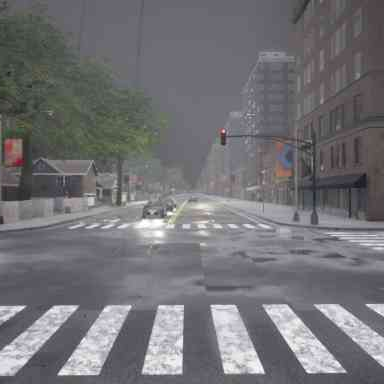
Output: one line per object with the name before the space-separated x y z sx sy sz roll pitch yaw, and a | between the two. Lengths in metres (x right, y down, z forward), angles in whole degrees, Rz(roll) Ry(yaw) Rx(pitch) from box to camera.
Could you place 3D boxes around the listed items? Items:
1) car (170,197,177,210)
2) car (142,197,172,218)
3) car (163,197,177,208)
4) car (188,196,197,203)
car | -3.286 1.372 39.807 2.097 1.767 4.553 0 0 0
car | -3.303 1.504 30.073 2.128 1.511 4.902 0 0 0
car | -3.266 1.554 49.765 1.812 1.442 4.674 0 0 0
car | 0.195 1.546 70.202 2.128 1.511 4.902 0 0 0
